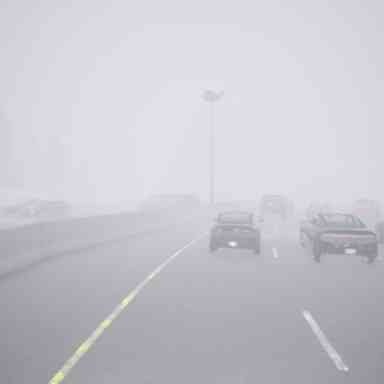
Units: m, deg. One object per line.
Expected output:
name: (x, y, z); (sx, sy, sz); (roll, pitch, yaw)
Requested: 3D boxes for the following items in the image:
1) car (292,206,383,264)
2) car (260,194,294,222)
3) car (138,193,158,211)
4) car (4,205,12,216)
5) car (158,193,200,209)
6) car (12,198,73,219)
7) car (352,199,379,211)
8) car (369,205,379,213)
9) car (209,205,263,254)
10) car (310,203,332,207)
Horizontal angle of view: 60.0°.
car: (5.069, 1.503, 12.013); (2.128, 1.511, 4.902); (0, 0, 11)
car: (7.761, 1.227, 30.187); (2.150, 2.045, 5.566); (0, 0, 27)
car: (-3.930, 1.162, 38.473); (2.150, 2.045, 5.566); (0, 0, 28)
car: (-14.931, 1.375, 30.953); (1.882, 1.535, 5.008); (0, 0, 21)
car: (-1.048, 1.178, 36.445); (2.150, 2.045, 5.566); (0, 0, 28)
car: (-12.249, 1.417, 28.163); (1.837, 1.490, 4.892); (0, 0, 21)
car: (15.916, 1.397, 30.499); (2.097, 1.767, 4.553); (0, 0, 29)
car: (8.862, 1.506, 13.093); (1.882, 1.535, 5.008); (0, 0, 12)
car: (1.863, 1.496, 13.605); (1.837, 1.490, 4.892); (0, 0, 11)
car: (11.576, 1.625, 29.966); (1.895, 1.301, 4.718); (0, 0, 28)
